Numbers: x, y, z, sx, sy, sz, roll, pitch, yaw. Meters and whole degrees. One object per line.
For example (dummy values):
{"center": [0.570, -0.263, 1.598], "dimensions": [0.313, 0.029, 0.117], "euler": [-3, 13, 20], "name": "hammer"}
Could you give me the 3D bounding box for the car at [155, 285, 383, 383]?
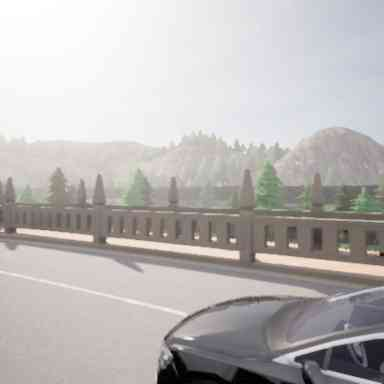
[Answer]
{"center": [1.887, 1.478, 2.447], "dimensions": [4.902, 1.511, 2.128], "euler": [0, 0, 35], "name": "car"}
